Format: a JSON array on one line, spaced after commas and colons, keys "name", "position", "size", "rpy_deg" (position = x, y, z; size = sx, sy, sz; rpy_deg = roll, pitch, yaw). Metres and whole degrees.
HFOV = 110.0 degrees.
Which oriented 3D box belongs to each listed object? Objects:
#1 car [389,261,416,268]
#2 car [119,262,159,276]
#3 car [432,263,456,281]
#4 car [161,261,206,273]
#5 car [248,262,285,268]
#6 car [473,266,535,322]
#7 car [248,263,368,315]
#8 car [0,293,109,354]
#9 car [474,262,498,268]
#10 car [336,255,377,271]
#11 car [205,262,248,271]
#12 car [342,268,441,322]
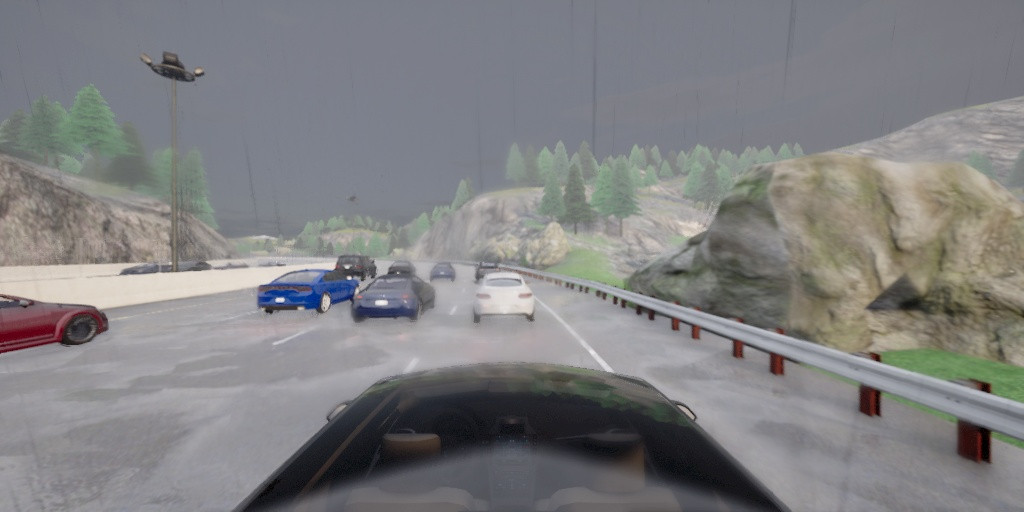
[{"name": "car", "position": [-9.414, 1.176, 31.021], "size": [1.882, 1.535, 5.008], "rpy_deg": [0, 0, -9]}, {"name": "car", "position": [-35.260, 1.290, 35.183], "size": [2.033, 1.411, 5.357], "rpy_deg": [0, 0, -12]}, {"name": "car", "position": [-5.655, 1.258, 29.533], "size": [1.994, 1.385, 4.181], "rpy_deg": [0, 0, -9]}, {"name": "car", "position": [-31.812, 1.238, 35.623], "size": [1.837, 1.490, 4.892], "rpy_deg": [0, 0, -12]}, {"name": "car", "position": [-25.024, 1.279, 37.325], "size": [1.994, 1.385, 4.181], "rpy_deg": [0, 0, -12]}, {"name": "car", "position": [-0.310, 1.251, 12.080], "size": [1.812, 1.442, 4.674], "rpy_deg": [0, 0, -3]}, {"name": "car", "position": [-7.424, 1.214, 13.693], "size": [1.882, 1.535, 5.008], "rpy_deg": [0, 0, -4]}, {"name": "car", "position": [-10.584, 1.324, 6.766], "size": [1.994, 1.385, 4.181], "rpy_deg": [0, 0, -2]}, {"name": "car", "position": [-1.944, 1.180, 28.422], "size": [2.128, 1.511, 4.902], "rpy_deg": [0, 0, -8]}, {"name": "car", "position": [-12.670, 0.931, 29.327], "size": [2.150, 2.045, 5.566], "rpy_deg": [0, 0, -9]}, {"name": "car", "position": [-28.394, 1.325, 36.466], "size": [1.895, 1.301, 4.718], "rpy_deg": [0, 0, -12]}, {"name": "car", "position": [-3.834, 1.296, 12.235], "size": [1.994, 1.385, 4.181], "rpy_deg": [0, 0, -3]}]
